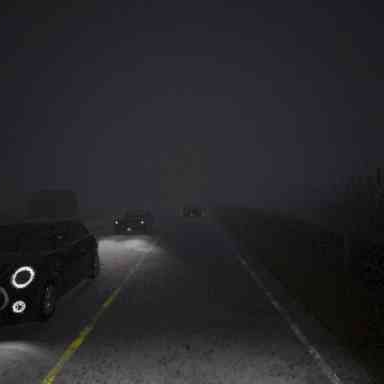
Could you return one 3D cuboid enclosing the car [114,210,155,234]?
[{"bbox_3d":[-3.540,1.823,20.971,1.895,1.301,4.718,0,-1,0],"label":"car"}]

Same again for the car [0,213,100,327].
[{"bbox_3d":[-3.609,1.431,7.424,2.097,1.767,4.553,0,0,0],"label":"car"}]

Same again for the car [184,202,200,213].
[{"bbox_3d":[-0.015,2.035,44.873,1.994,1.385,4.181,0,-1,0],"label":"car"}]

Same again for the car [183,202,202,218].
[{"bbox_3d":[0.024,1.963,34.404,1.895,1.301,4.718,0,-1,0],"label":"car"}]
